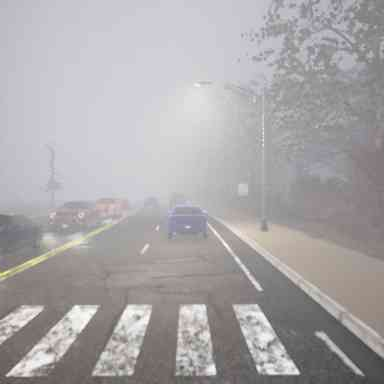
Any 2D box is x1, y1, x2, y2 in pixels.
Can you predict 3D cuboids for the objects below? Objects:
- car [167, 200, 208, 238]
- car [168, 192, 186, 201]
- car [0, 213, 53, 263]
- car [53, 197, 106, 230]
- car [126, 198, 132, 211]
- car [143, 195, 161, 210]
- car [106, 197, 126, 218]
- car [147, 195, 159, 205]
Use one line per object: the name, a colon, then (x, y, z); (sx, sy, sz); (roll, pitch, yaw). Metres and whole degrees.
car: (-0.272, 1.416, 17.373); (1.882, 1.535, 5.008); (0, 0, -2)
car: (-1.948, 1.055, 43.877); (2.150, 2.045, 5.566); (0, 0, -5)
car: (-6.785, 1.489, 11.602); (1.812, 1.442, 4.674); (0, 0, -1)
car: (-7.078, 1.282, 20.561); (2.097, 1.767, 4.553); (0, 0, -2)
car: (-8.136, 1.422, 39.026); (1.994, 1.385, 4.181); (0, 0, -4)
car: (-4.982, 1.352, 41.124); (1.837, 1.490, 4.892); (0, 0, -4)
car: (-7.461, 1.249, 29.150); (2.097, 1.767, 4.553); (0, 0, -3)
car: (-6.265, 1.275, 53.685); (1.882, 1.535, 5.008); (0, 0, -6)
